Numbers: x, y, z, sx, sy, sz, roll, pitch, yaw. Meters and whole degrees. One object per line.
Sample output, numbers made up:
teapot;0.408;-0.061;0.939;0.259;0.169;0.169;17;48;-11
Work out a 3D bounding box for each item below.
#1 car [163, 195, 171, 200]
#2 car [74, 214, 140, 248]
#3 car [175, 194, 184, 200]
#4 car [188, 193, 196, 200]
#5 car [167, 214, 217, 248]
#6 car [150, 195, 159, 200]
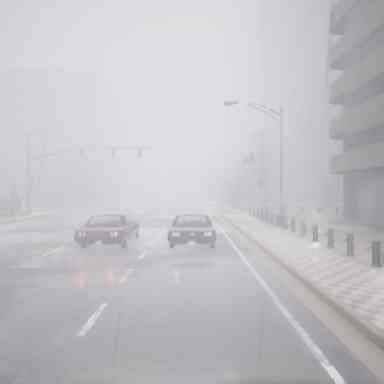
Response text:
car;-7.000;1.532;93.285;2.033;1.411;5.357;0;0;0
car;-3.500;1.614;14.680;1.895;1.301;4.718;0;0;0
car;-3.500;1.365;88.394;1.837;1.490;4.892;0;0;0
car;0.000;1.405;88.394;2.033;1.411;5.357;0;0;0
car;0.000;1.614;14.680;1.895;1.301;4.718;0;0;0
car;-10.500;1.470;93.285;1.882;1.535;5.008;0;0;0
